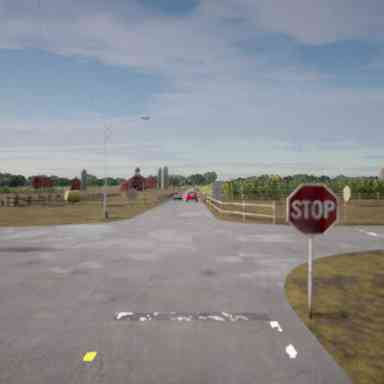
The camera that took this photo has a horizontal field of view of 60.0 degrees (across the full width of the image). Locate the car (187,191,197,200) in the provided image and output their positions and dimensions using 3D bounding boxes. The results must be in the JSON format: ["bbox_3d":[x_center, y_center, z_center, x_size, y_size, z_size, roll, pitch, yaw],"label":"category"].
[{"bbox_3d":[-0.005,0.771,71.635,2.097,1.767,4.553,0,0,0],"label":"car"}]

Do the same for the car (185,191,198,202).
[{"bbox_3d":[-0.005,0.799,61.275,2.150,2.045,5.566,0,0,0],"label":"car"}]

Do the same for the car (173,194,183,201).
[{"bbox_3d":[-2.755,1.094,66.661,2.033,1.411,5.357,0,0,0],"label":"car"}]
